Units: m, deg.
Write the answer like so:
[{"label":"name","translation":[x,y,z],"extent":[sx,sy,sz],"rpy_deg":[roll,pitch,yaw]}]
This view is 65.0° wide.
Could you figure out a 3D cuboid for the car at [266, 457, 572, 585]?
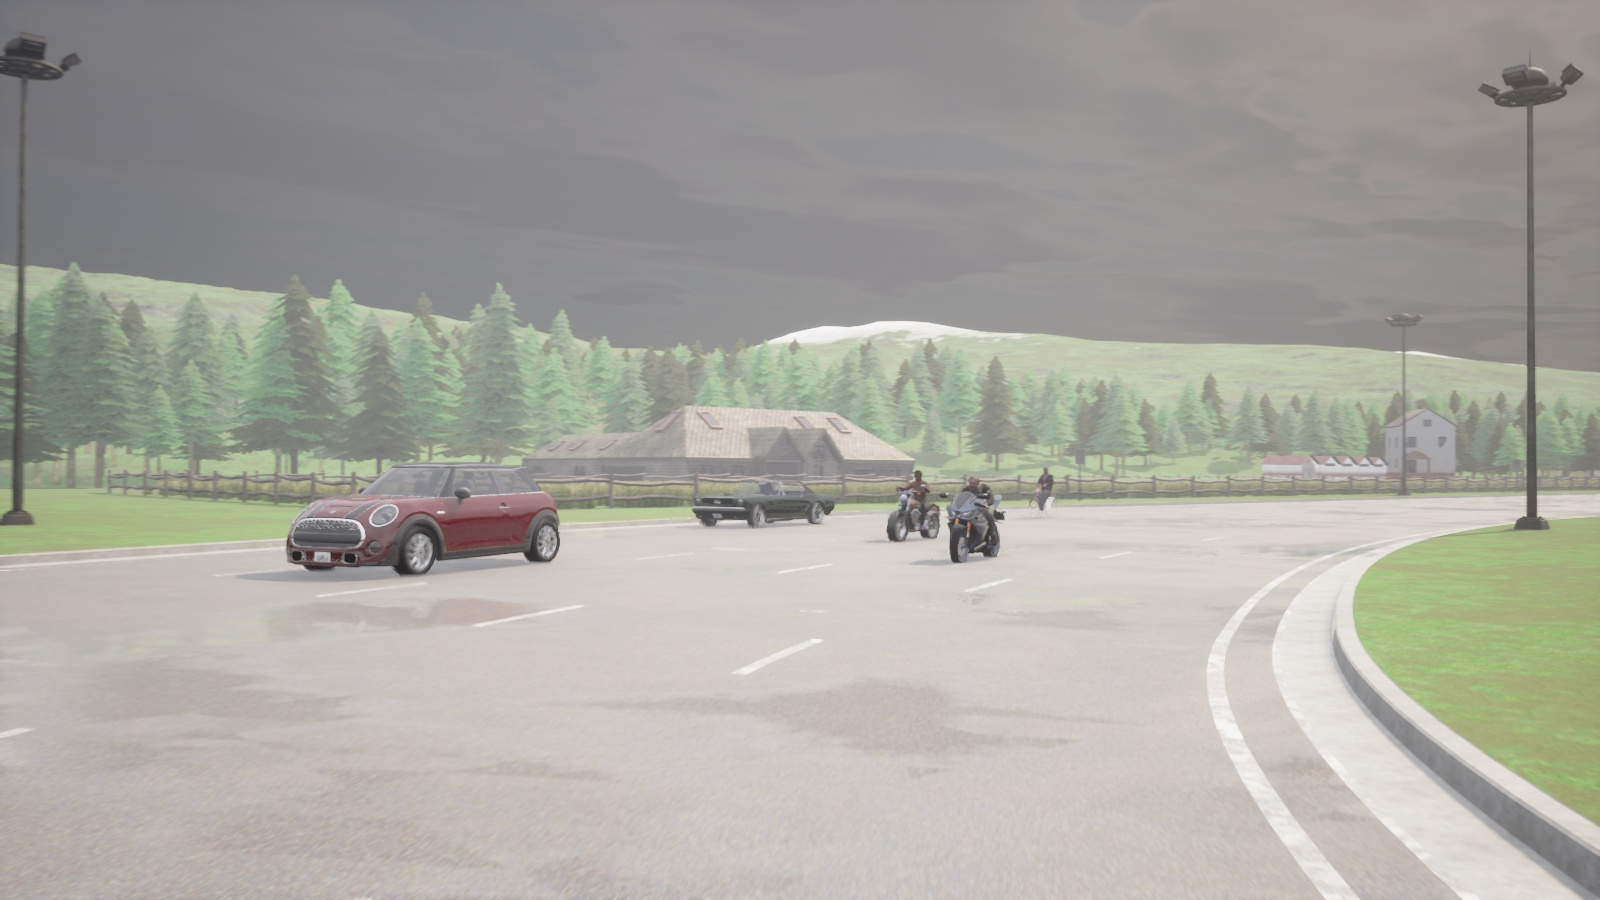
[{"label":"car","translation":[-5.826,1.022,19.847],"extent":[2.097,1.767,4.553],"rpy_deg":[-1,-1,26]}]

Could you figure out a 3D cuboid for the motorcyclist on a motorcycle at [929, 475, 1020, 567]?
[{"label":"motorcyclist on a motorcycle","translation":[3.110,1.212,22.174],"extent":[0.866,1.530,2.191],"rpy_deg":[0,-1,29]}]

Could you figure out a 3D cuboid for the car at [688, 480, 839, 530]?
[{"label":"car","translation":[-0.952,1.518,35.793],"extent":[1.895,1.301,4.718],"rpy_deg":[-1,-1,34]}]

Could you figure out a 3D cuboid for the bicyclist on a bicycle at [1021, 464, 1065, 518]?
[{"label":"bicyclist on a bicycle","translation":[8.165,1.368,42.142],"extent":[0.659,1.776,1.843],"rpy_deg":[-1,-1,40]}]

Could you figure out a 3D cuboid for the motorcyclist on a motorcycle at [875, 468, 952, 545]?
[{"label":"motorcyclist on a motorcycle","translation":[2.583,1.232,28.289],"extent":[0.766,1.649,2.350],"rpy_deg":[-1,-1,32]}]
